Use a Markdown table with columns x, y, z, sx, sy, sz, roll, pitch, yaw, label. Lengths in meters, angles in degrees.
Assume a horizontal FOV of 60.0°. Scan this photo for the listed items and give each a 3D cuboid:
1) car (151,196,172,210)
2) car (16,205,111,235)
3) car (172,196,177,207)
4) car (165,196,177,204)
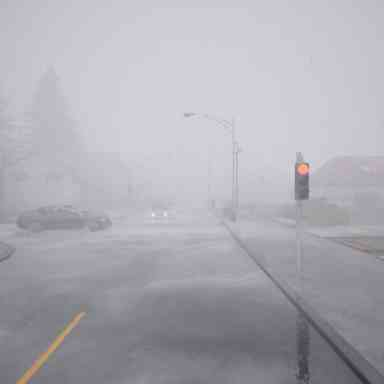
| x | y | z | sx | sy | sz | roll | pitch | yaw | label |
| --- | --- | --- | --- | --- | --- | --- | --- | --- | --- |
| -3.971 | 1.505 | 42.263 | 1.837 | 1.490 | 4.892 | 0 | 0 | 0 | car |
| -7.025 | 1.492 | 18.501 | 4.902 | 1.511 | 2.128 | 0 | 0 | -10 | car |
| -3.934 | 1.352 | 52.306 | 2.097 | 1.767 | 4.553 | 0 | 0 | 0 | car |
| -3.869 | 1.477 | 62.378 | 1.882 | 1.535 | 5.008 | 0 | 0 | 1 | car |
